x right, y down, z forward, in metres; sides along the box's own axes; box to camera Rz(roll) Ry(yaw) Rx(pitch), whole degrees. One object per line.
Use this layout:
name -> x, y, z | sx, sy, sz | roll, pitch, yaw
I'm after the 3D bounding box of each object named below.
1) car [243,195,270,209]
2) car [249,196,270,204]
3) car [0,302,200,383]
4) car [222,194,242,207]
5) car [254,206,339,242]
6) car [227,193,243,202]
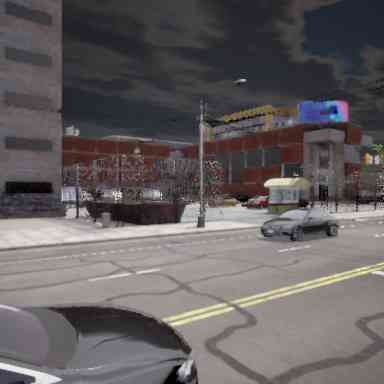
car -> 9.072, 1.273, 41.666 | 4.553, 1.767, 2.185 | 0, 0, -36
car -> 13.078, 1.481, 64.728 | 3.806, 1.475, 1.970 | 0, 0, -36
car -> -2.157, 1.492, 2.208 | 4.902, 1.511, 2.128 | 0, 0, -35
car -> 4.596, 1.424, 47.807 | 4.193, 1.474, 1.816 | 0, 0, -36
car -> 5.463, 1.534, 16.487 | 4.674, 1.442, 1.812 | 0, 0, -35
car -> 10.173, 1.427, 68.872 | 4.786, 1.482, 2.161 | 0, 0, -36
